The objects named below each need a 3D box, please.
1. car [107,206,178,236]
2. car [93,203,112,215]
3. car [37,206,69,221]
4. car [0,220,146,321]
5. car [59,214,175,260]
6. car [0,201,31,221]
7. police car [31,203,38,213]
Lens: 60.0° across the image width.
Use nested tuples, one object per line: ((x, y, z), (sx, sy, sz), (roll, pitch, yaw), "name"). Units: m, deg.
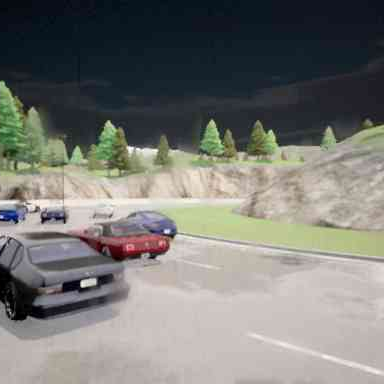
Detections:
((-2.502, 1.685, 17.284), (1.812, 1.442, 4.674), (0, -1, -36), "car")
((-9.057, 1.827, 34.522), (1.812, 1.442, 4.674), (0, -1, -8), "car")
((-11.251, 1.828, 27.563), (1.895, 1.301, 4.718), (0, -1, -17), "car")
((-3.519, 1.610, 7.498), (2.033, 1.411, 5.357), (1, -1, -44), "car")
((-2.915, 1.709, 12.045), (1.895, 1.301, 4.718), (1, -1, -41), "car")
((-14.453, 1.682, 26.381), (1.882, 1.535, 5.008), (0, -1, -17), "car")
((-19.921, 1.816, 39.491), (2.038, 1.542, 4.974), (0, -1, 0), "police car")
